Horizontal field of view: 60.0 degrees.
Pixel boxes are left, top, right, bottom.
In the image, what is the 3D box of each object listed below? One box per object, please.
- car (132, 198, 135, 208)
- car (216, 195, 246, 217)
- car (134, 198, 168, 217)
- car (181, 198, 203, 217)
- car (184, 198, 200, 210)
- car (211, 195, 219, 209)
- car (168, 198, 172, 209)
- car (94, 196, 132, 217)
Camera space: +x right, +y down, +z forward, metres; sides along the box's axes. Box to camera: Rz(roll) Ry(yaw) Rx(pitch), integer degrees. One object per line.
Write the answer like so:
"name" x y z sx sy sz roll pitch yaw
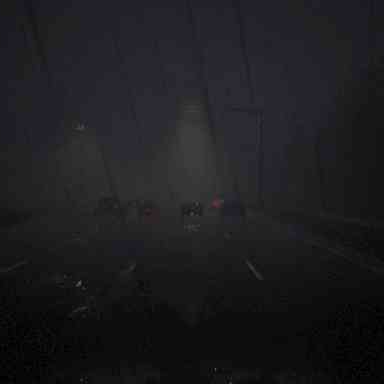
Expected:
"car" -6.980 1.384 41.625 1.994 1.385 4.181 0 0 0
"car" 3.501 1.351 29.273 1.882 1.535 5.008 0 0 0
"car" -3.499 1.351 29.264 1.882 1.535 5.008 0 0 0
"car" -0.002 1.474 29.360 1.895 1.301 4.718 0 0 0
"car" 0.016 1.421 41.429 1.895 1.301 4.718 0 0 0
"car" 3.519 1.171 41.630 2.097 1.767 4.553 0 0 0
"car" -3.486 1.422 41.308 1.895 1.301 4.718 0 0 0
"car" -7.002 1.224 29.300 2.097 1.767 4.553 0 0 0
